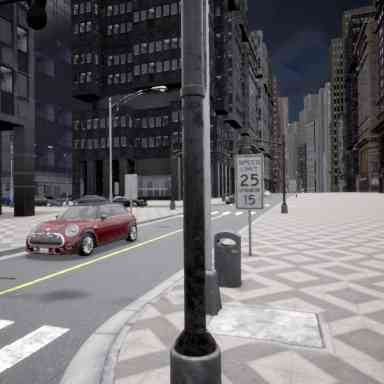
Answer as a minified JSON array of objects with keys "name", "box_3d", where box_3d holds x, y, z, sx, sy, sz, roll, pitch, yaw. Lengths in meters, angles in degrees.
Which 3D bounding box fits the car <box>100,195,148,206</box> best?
[{"name":"car","box_3d":[-7.281,1.154,36.496,4.718,1.301,1.895,-1,0,19]}]

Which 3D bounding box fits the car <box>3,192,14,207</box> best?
[{"name":"car","box_3d":[-26.291,0.979,46.392,5.566,2.045,2.150,0,0,19]}]

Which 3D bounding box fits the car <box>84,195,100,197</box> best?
[{"name":"car","box_3d":[-12.745,1.127,41.712,4.892,1.490,1.837,-2,-1,19]}]

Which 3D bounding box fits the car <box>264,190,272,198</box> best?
[{"name":"car","box_3d":[15.233,0.420,68.549,1.812,1.442,4.674,-1,1,19]}]

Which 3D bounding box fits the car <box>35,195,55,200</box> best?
[{"name":"car","box_3d":[-17.797,1.160,40.104,4.892,1.490,1.837,0,0,19]}]

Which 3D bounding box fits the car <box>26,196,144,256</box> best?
[{"name":"car","box_3d":[-3.918,1.209,12.530,2.097,1.767,4.553,-1,1,19]}]

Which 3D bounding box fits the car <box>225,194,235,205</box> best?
[{"name":"car","box_3d":[5.675,0.896,41.730,1.994,1.385,4.181,-1,1,26]}]
